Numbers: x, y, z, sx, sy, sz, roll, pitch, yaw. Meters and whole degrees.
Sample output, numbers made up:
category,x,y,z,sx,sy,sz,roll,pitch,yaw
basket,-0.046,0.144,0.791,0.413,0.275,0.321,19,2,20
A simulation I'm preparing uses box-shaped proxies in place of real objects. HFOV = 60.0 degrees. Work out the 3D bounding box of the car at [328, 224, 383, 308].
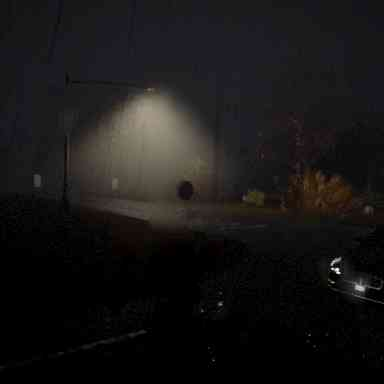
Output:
category,x,y,z,sx,sy,sz,roll,pitch,yaw
car,4.987,1.420,7.349,4.892,1.490,1.837,-1,2,-35

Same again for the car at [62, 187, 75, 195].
category,x,y,z,sx,sy,sz,roll,pitch,yaw
car,-20.938,-0.190,57.401,2.033,1.411,5.357,1,1,-35

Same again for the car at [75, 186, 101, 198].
category,x,y,z,sx,sy,sz,roll,pitch,yaw
car,-15.129,-0.082,49.213,2.097,1.767,4.553,1,1,-35
